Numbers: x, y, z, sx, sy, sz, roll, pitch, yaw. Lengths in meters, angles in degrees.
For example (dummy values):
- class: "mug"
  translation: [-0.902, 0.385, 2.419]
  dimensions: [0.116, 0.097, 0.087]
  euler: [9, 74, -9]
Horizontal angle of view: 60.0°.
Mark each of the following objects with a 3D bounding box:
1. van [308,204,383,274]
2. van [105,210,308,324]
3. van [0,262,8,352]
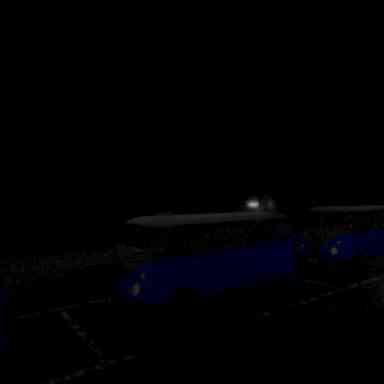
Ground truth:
- class: "van"
  translation: [4.905, 1.288, 10.049]
  dimensions: [3.998, 1.788, 1.690]
  euler: [0, 0, -36]
- class: "van"
  translation: [0.359, 1.319, 6.804]
  dimensions: [3.998, 1.788, 1.690]
  euler: [0, 0, -36]
- class: "van"
  translation: [-4.188, 1.349, 3.558]
  dimensions: [3.998, 1.788, 1.690]
  euler: [0, 0, -36]
